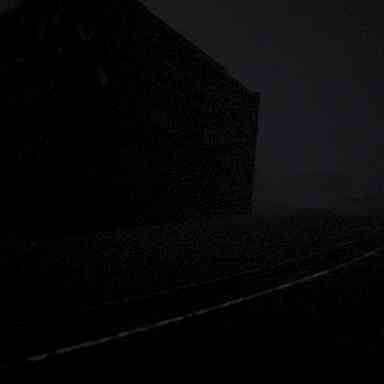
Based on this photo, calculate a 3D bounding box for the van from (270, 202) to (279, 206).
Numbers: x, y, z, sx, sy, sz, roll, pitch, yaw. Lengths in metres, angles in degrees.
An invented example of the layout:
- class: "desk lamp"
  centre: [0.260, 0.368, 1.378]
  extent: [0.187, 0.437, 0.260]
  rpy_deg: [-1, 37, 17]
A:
- class: "van"
  centre: [15.733, 3.068, 64.065]
  extent: [1.878, 1.987, 4.442]
  rpy_deg: [3, -5, 13]
